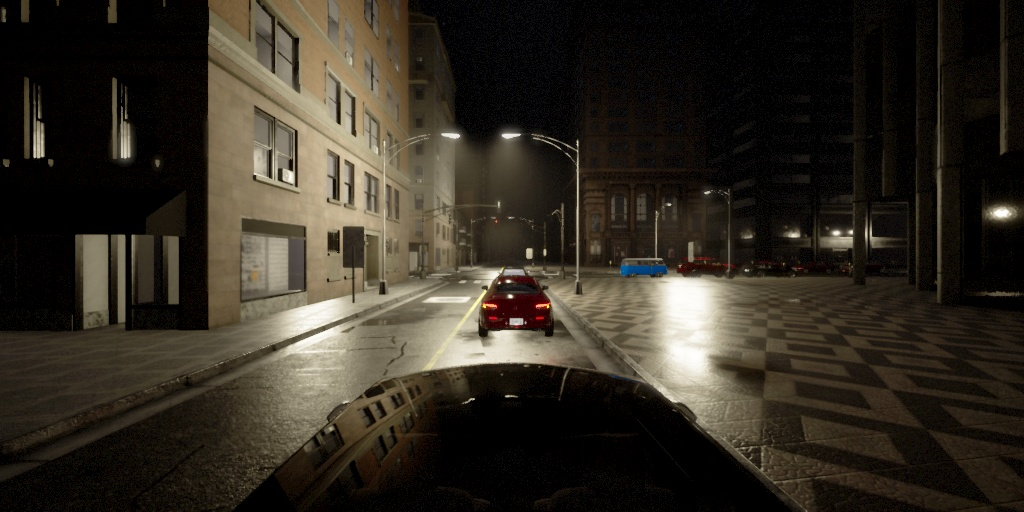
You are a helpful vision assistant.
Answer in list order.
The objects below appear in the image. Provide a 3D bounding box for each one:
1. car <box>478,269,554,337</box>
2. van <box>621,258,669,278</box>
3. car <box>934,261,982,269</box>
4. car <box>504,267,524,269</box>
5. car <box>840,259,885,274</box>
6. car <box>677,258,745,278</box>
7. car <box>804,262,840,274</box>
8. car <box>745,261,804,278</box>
[{"bbox_3d":[0.095,1.270,10.148,1.812,1.442,4.674,0,0,0],"label":"car"},{"bbox_3d":[11.742,1.103,31.962,3.998,1.789,1.690,0,0,-1],"label":"van"},{"bbox_3d":[39.940,1.188,32.379,4.097,1.591,1.967,0,0,-1],"label":"car"},{"bbox_3d":[0.110,1.301,20.020,1.994,1.385,4.181,0,0,0],"label":"car"},{"bbox_3d":[39.838,1.182,40.904,4.097,1.591,1.967,0,0,-1],"label":"car"},{"bbox_3d":[17.383,1.075,32.046,5.009,1.841,2.192,0,0,-1],"label":"car"},{"bbox_3d":[34.199,1.328,40.821,4.207,1.307,1.802,0,0,-1],"label":"car"},{"bbox_3d":[23.022,1.323,32.129,4.313,1.339,1.948,0,0,-1],"label":"car"}]
